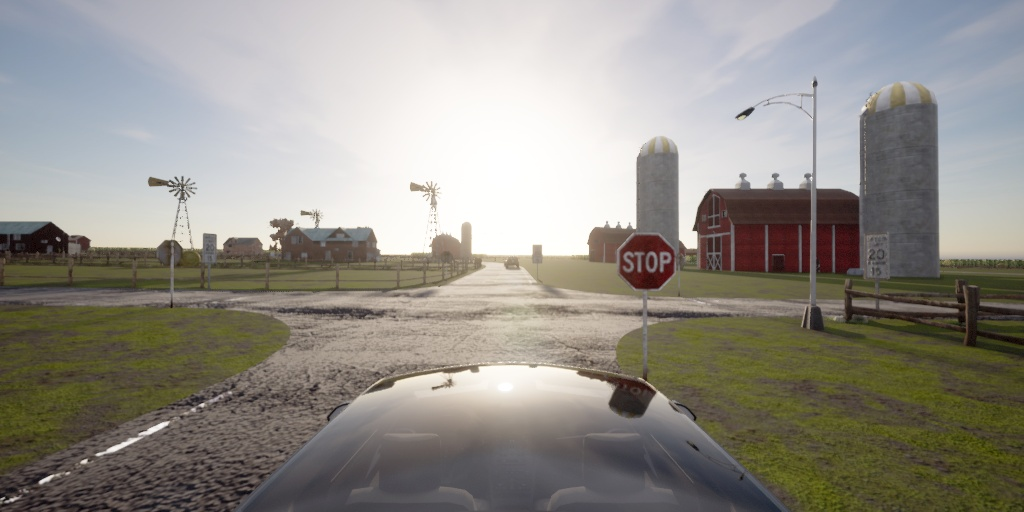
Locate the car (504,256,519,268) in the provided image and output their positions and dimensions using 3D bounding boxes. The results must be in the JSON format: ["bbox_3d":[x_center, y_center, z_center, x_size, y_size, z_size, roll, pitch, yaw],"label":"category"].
[{"bbox_3d":[0.064,0.988,61.247,2.150,2.045,5.566,0,0,-2],"label":"car"}]
